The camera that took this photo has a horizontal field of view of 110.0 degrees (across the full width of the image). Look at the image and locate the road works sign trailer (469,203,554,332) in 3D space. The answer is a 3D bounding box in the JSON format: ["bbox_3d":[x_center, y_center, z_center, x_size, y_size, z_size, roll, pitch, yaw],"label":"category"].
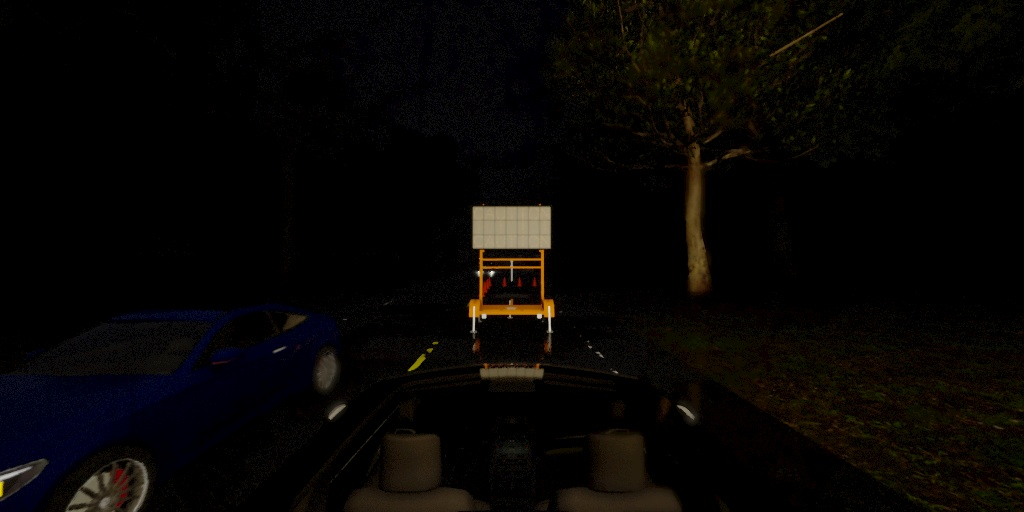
[{"bbox_3d":[-0.007,0.216,10.804,2.380,3.560,2.880,0,0,0],"label":"road works sign trailer"}]

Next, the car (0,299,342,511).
[{"bbox_3d":[-3.602,1.276,3.950,1.812,1.442,4.674,0,0,0],"label":"car"}]

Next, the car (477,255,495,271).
[{"bbox_3d":[-3.541,0.945,49.455,2.150,2.045,5.566,0,0,0],"label":"car"}]
